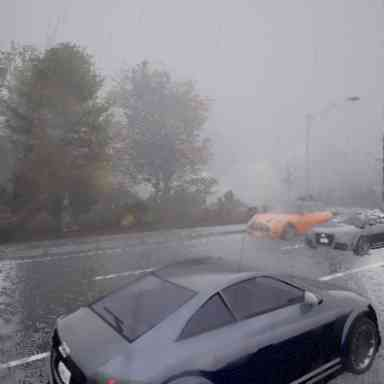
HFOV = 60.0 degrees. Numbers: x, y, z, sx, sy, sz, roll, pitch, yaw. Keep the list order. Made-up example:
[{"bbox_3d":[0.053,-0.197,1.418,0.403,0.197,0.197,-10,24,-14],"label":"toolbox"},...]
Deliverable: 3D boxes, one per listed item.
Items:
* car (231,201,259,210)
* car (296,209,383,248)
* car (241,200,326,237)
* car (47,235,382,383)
[{"bbox_3d":[9.376,2.356,59.029,2.128,1.511,4.902,0,-3,-32],"label":"car"},{"bbox_3d":[6.224,1.492,12.717,4.181,1.385,1.994,0,0,-35],"label":"car"},{"bbox_3d":[4.778,1.277,15.978,4.553,1.767,2.097,0,0,-35],"label":"car"},{"bbox_3d":[0.498,1.546,4.109,4.181,1.385,1.994,0,0,-36],"label":"car"}]
